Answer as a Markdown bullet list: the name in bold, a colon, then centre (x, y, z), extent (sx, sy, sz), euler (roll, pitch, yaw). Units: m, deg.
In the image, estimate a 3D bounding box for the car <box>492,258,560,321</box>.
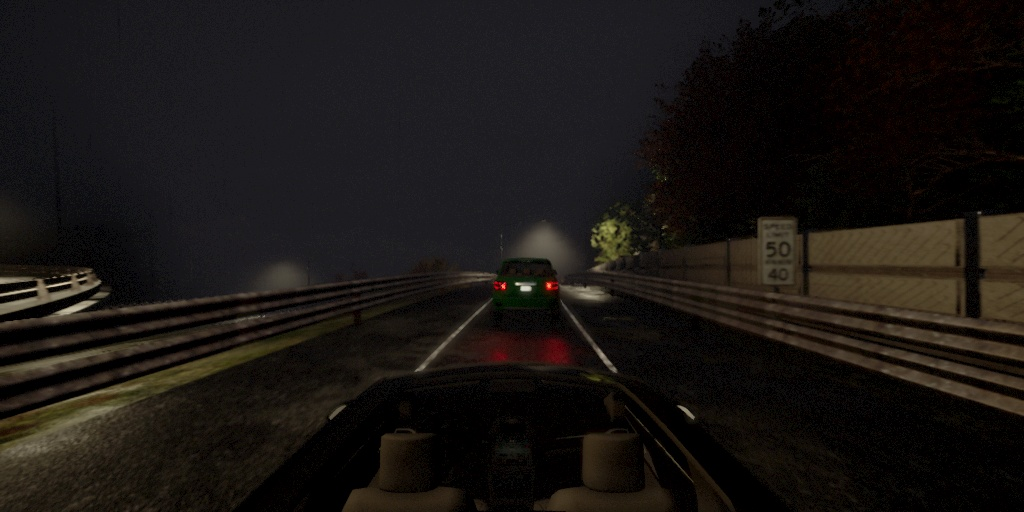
- **car**: centre (0.534, 1.128, 13.334), extent (2.150, 2.045, 5.566), euler (0, -1, 3)
